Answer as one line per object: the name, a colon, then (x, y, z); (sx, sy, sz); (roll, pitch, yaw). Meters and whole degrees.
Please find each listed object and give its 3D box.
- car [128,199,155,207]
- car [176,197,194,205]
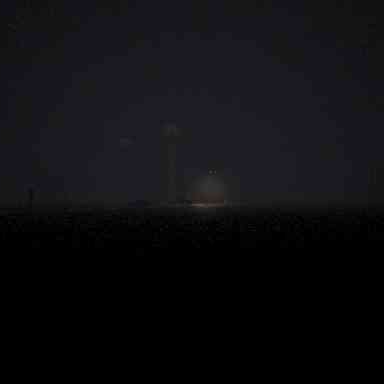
car: (-9.305, 2.048, 61.384); (2.033, 1.411, 5.357); (0, 0, 36)
car: (-1.494, 1.933, 72.316); (1.837, 1.490, 4.892); (0, 0, 36)
